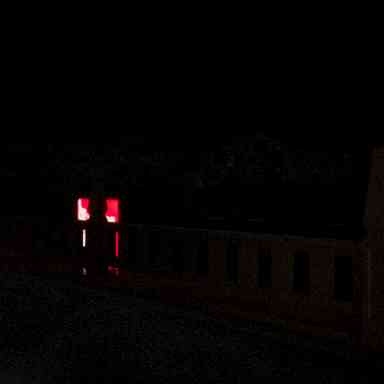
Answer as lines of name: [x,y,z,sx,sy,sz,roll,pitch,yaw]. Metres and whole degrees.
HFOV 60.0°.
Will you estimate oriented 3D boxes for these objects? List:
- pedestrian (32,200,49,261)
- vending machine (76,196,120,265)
pedestrian: [-4.643,1.141,10.127,0.375,1.860,0.375,0,0,30]
vending machine: [-3.075,1.195,10.919,0.880,2.100,1.100,0,0,30]
